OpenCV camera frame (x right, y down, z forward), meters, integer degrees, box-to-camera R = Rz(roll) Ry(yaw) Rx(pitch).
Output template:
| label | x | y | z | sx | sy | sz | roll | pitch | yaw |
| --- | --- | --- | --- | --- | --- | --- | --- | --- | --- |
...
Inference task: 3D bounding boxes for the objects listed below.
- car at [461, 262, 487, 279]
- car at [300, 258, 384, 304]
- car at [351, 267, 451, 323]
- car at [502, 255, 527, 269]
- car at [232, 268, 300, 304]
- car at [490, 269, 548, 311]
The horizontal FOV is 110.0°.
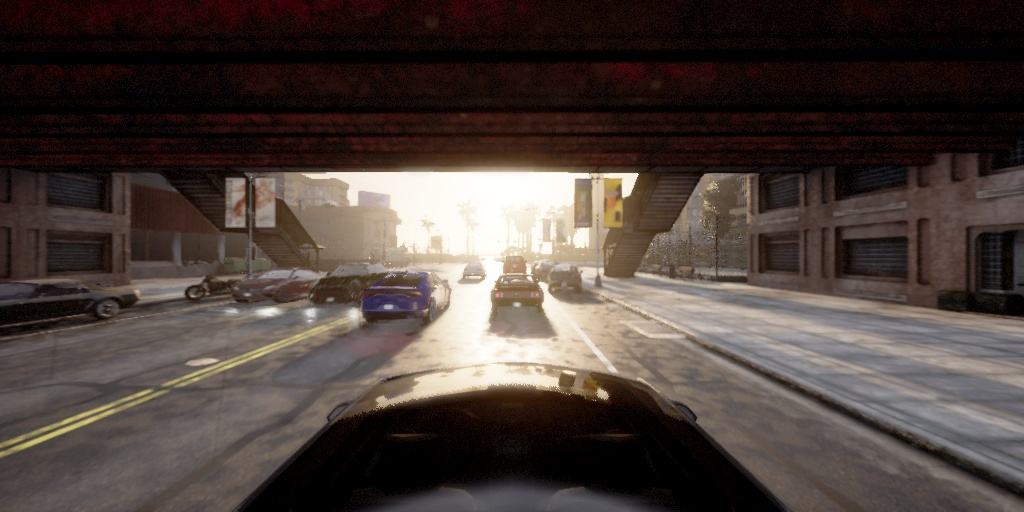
| label | x | y | z | sx | sy | sz | roll | pitch | yaw |
| --- | --- | --- | --- | --- | --- | --- | --- | --- | --- |
| car | -3.284 | 1.276 | 31.894 | 1.812 | 1.442 | 4.674 | 0 | 0 | 0 |
| car | -6.998 | 1.101 | 16.089 | 2.097 | 1.767 | 4.553 | 0 | 0 | 0 |
| car | -3.318 | 1.227 | 12.184 | 1.882 | 1.535 | 5.008 | 0 | 0 | 0 |
| car | 0.234 | 0.971 | 33.554 | 2.150 | 2.045 | 5.566 | 0 | 0 | 0 |
| car | -10.491 | 1.274 | 16.572 | 1.812 | 1.442 | 4.674 | 0 | 0 | 0 |
| car | 0.190 | 1.351 | 14.336 | 1.895 | 1.301 | 4.718 | 0 | 0 | 0 |
